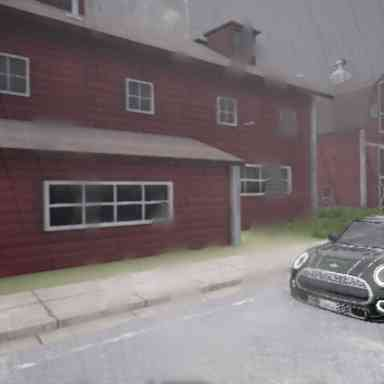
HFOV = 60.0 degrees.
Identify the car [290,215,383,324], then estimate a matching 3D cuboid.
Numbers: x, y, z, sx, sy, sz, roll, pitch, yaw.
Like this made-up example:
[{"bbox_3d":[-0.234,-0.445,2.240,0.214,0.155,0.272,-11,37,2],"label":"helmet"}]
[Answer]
[{"bbox_3d":[4.133,1.310,7.026,4.553,1.767,2.097,-1,0,-36],"label":"car"}]
